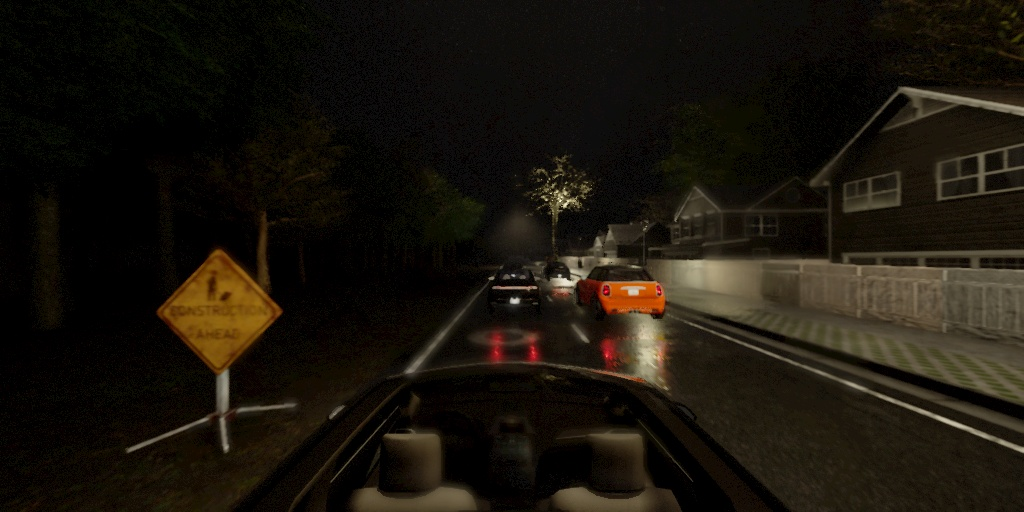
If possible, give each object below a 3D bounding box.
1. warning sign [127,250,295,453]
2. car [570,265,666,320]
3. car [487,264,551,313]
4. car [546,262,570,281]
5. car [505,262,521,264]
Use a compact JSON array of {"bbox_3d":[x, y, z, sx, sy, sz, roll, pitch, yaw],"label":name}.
[{"bbox_3d":[-3.050,0.863,3.779,1.300,1.860,1.060,0,0,0],"label":"warning sign"},{"bbox_3d":[3.590,1.088,12.713,2.097,1.767,4.553,0,0,0],"label":"car"},{"bbox_3d":[0.093,1.226,13.836,2.128,1.511,4.902,0,0,0],"label":"car"},{"bbox_3d":[3.593,1.214,29.307,1.837,1.490,4.892,0,0,0],"label":"car"},{"bbox_3d":[0.093,1.214,29.306,1.837,1.490,4.892,0,0,0],"label":"car"}]
